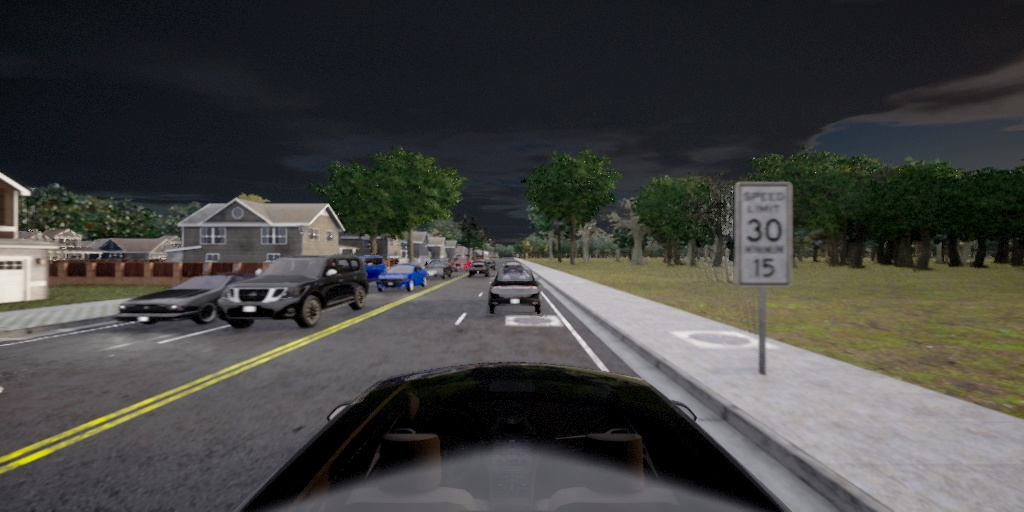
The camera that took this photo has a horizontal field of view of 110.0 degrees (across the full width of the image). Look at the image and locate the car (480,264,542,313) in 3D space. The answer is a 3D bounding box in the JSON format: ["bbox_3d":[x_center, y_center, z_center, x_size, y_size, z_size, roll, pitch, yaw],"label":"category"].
[{"bbox_3d":[0.100,1.247,14.036,2.128,1.511,4.902,0,0,0],"label":"car"}]

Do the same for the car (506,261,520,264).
[{"bbox_3d":[0.097,1.243,36.546,1.882,1.535,5.008,0,0,0],"label":"car"}]

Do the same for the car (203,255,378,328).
[{"bbox_3d":[-6.607,0.976,11.753,2.150,2.045,5.566,0,0,-1],"label":"car"}]

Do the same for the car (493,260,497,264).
[{"bbox_3d":[-3.161,1.277,50.975,1.837,1.490,4.892,0,0,0],"label":"car"}]

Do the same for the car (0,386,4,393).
[{"bbox_3d":[-6.600,1.242,1.836,2.128,1.511,4.902,0,0,0],"label":"car"}]

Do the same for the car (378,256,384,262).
[{"bbox_3d":[-9.790,0.981,22.861,2.150,2.045,5.566,0,0,1],"label":"car"}]

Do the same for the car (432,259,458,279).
[{"bbox_3d":[-6.555,1.255,32.030,2.128,1.511,4.902,0,0,0],"label":"car"}]

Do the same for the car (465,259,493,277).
[{"bbox_3d":[-3.154,1.268,35.442,1.837,1.490,4.892,0,0,0],"label":"car"}]

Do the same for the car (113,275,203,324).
[{"bbox_3d":[-9.841,1.302,12.232,2.033,1.411,5.357,0,0,0],"label":"car"}]

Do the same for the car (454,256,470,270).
[{"bbox_3d":[-6.505,1.081,46.160,2.150,2.045,5.566,0,0,0],"label":"car"}]

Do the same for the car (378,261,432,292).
[{"bbox_3d":[-6.553,1.236,21.873,1.882,1.535,5.008,0,0,0],"label":"car"}]
